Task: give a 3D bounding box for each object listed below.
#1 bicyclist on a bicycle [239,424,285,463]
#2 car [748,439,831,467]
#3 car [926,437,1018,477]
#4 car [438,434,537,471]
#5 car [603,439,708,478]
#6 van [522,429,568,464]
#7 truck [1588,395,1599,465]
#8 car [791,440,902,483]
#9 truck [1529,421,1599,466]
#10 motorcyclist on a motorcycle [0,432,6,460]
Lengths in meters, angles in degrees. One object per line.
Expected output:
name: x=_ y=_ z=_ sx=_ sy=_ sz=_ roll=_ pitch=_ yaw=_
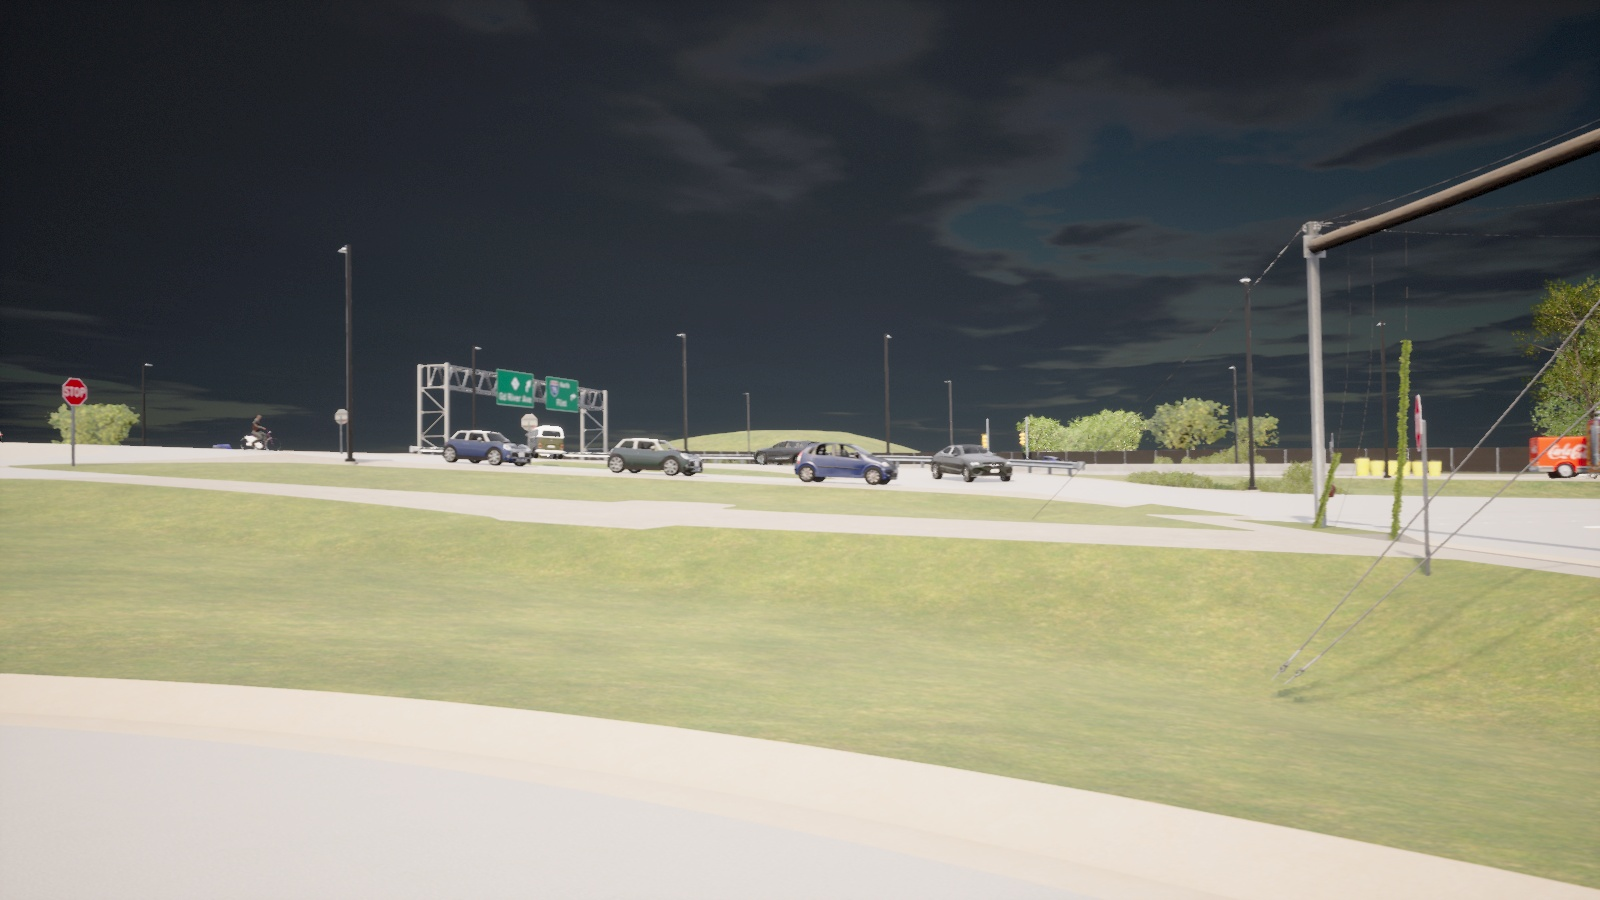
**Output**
bicyclist on a bicycle: x=-25.419 y=-0.307 z=59.335 sx=1.843 sy=1.776 sz=0.659 roll=1 pitch=-2 yaw=-7
car: x=-0.681 y=0.189 z=78.186 sx=4.856 sy=1.649 sz=2.033 roll=0 pitch=0 yaw=35
car: x=7.770 y=0.278 z=57.388 sx=2.152 sy=1.651 sz=5.027 roll=-2 pitch=1 yaw=-18
car: x=-13.734 y=0.125 z=55.222 sx=3.806 sy=1.475 sz=1.970 roll=2 pitch=0 yaw=27
car: x=-5.990 y=0.360 z=52.228 sx=3.806 sy=1.475 sz=1.970 roll=1 pitch=0 yaw=20
van: x=-16.104 y=-0.163 z=79.138 sx=2.069 sy=2.038 sz=4.480 roll=2 pitch=-2 yaw=-22
truck: x=48.385 y=-1.184 z=68.644 sx=8.468 sy=3.827 sz=2.891 roll=-1 pitch=-1 yaw=19
car: x=1.855 y=0.446 z=49.465 sx=3.988 sy=1.617 sz=1.851 roll=1 pitch=0 yaw=18
truck: x=45.780 y=-0.372 z=73.236 sx=5.204 sy=2.467 sz=2.627 roll=-1 pitch=-1 yaw=19
motorcyclist on a motorcycle: x=-49.505 y=-0.241 z=75.968 sx=2.350 sy=1.649 sz=0.766 roll=0 pitch=-1 yaw=-9
